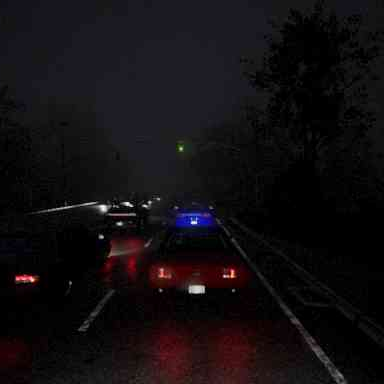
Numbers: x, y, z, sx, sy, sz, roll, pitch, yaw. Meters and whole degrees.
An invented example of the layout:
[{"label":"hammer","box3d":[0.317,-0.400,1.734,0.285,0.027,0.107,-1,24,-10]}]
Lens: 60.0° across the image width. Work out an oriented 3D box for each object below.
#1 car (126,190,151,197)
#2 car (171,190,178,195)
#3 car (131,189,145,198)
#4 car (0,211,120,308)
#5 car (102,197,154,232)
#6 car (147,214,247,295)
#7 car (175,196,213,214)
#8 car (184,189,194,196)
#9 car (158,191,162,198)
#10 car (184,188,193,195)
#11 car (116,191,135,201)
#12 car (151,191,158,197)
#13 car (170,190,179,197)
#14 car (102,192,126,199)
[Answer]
[{"label":"car","box3d":[-7.069,0.682,44.291,2.097,1.767,4.553,0,1,-1]},{"label":"car","box3d":[-4.550,0.101,86.115,1.812,1.442,4.674,0,1,-3]},{"label":"car","box3d":[-10.804,0.330,66.608,2.097,1.767,4.553,0,1,-1]},{"label":"car","box3d":[-3.402,1.452,8.007,2.033,1.411,5.357,0,1,0]},{"label":"car","box3d":[-3.402,1.237,18.058,2.128,1.511,4.902,0,1,0]},{"label":"car","box3d":[0.099,1.498,8.435,1.895,1.301,4.718,0,1,0]},{"label":"car","box3d":[0.098,1.225,17.928,1.882,1.535,5.008,0,1,0]},{"label":"car","box3d":[-0.564,0.304,76.171,1.882,1.535,5.008,0,1,-2]},{"label":"car","box3d":[-7.311,0.522,67.778,1.994,1.385,4.181,0,1,0]},{"label":"car","box3d":[-1.054,-0.072,86.282,2.097,1.767,4.553,0,1,-3]},{"label":"car","box3d":[-10.674,0.670,53.850,2.128,1.511,4.902,0,1,-1]},{"label":"car","box3d":[-7.172,0.728,53.765,2.033,1.411,5.357,0,1,0]},{"label":"car","box3d":[-4.048,0.362,75.662,2.033,1.411,5.357,0,1,-2]},{"label":"car","box3d":[-10.621,0.927,44.530,1.895,1.301,4.718,0,1,0]}]
